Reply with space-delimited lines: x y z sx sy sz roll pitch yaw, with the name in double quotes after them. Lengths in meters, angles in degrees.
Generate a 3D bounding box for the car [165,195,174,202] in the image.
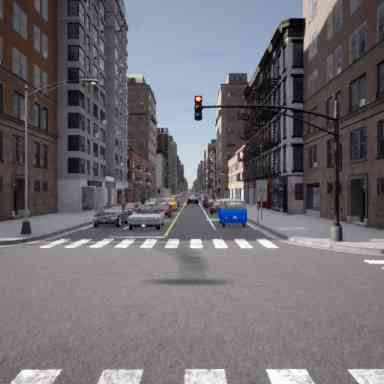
-5.330 1.409 79.247 1.967 1.590 4.097 0 0 0 "car"

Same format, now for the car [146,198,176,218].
-2.824 1.562 30.281 1.994 1.385 4.181 0 0 0 "car"

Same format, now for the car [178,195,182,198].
-2.773 1.591 50.033 1.895 1.301 4.718 0 0 0 "car"

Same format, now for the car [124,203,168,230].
-2.804 1.600 21.136 1.895 1.301 4.718 0 0 -1 "car"

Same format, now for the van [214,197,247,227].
2.653 1.340 22.432 1.690 1.788 3.998 0 0 0 "van"

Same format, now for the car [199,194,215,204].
2.675 1.305 50.839 2.192 1.841 5.009 0 0 0 "car"

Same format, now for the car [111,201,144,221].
-5.367 1.543 28.111 1.887 1.381 4.507 0 0 0 "car"

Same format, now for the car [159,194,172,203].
-5.338 1.292 67.884 2.192 1.841 5.009 0 0 0 "car"

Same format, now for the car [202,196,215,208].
2.670 1.576 45.157 1.802 1.307 4.206 0 0 0 "car"

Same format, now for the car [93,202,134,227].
-5.372 1.550 22.429 2.008 1.369 4.403 0 0 0 "car"

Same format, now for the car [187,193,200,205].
0.152 1.463 56.855 1.882 1.535 5.008 0 0 0 "car"

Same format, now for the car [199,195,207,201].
2.700 1.530 84.926 1.947 1.339 4.313 0 0 0 "car"

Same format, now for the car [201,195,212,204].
2.683 1.422 62.201 1.967 1.590 4.097 0 0 0 "car"

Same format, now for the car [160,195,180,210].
-2.814 1.474 39.927 1.882 1.535 5.008 0 0 0 "car"

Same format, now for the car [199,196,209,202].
2.691 1.524 73.563 2.008 1.369 4.403 0 0 0 "car"

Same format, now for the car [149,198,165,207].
-5.350 1.556 50.839 1.947 1.339 4.313 0 0 0 "car"

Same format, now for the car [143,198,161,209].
-5.355 1.519 44.987 1.752 1.417 4.829 0 0 0 "car"

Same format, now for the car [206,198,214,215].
2.662 1.580 33.794 1.802 1.307 4.206 0 0 0 "car"
